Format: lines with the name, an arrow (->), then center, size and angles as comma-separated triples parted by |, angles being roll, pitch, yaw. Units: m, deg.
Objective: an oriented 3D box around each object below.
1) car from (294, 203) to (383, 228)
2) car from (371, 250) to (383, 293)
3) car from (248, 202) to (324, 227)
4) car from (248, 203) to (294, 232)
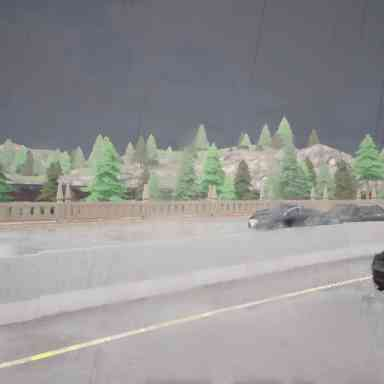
car -> 7.579, 1.374, 16.127 | 4.553, 1.767, 2.097 | 0, 0, -25
car -> 5.952, 1.510, 7.201 | 4.892, 1.490, 1.837 | 0, 0, -30
car -> 6.635, 1.531, 23.420 | 4.902, 1.511, 2.128 | 0, 0, -24
car -> 5.483, 1.519, 18.997 | 4.902, 1.511, 2.128 | 0, 0, -26
